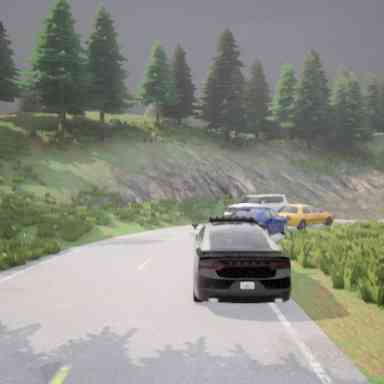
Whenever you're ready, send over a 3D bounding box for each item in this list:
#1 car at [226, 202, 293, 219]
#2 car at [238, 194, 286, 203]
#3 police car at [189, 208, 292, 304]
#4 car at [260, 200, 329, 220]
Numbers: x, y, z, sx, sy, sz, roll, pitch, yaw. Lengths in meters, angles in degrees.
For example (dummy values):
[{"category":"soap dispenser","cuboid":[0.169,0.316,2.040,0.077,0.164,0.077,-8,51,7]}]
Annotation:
[{"category":"car","cuboid":[3.232,1.466,16.410,1.882,1.535,5.008,0,0,32]},{"category":"car","cuboid":[4.859,1.206,24.397,5.566,2.045,2.150,0,-1,-38]},{"category":"police car","cuboid":[0.961,1.419,8.358,1.930,1.638,5.238,0,0,0]},{"category":"car","cuboid":[6.757,1.440,20.369,5.366,1.575,1.801,0,0,-39]}]
